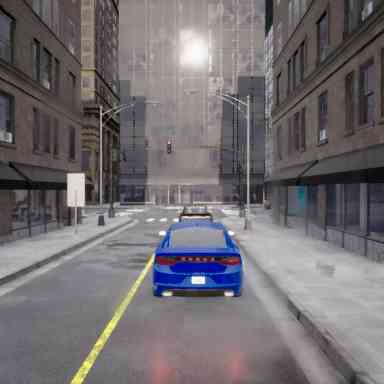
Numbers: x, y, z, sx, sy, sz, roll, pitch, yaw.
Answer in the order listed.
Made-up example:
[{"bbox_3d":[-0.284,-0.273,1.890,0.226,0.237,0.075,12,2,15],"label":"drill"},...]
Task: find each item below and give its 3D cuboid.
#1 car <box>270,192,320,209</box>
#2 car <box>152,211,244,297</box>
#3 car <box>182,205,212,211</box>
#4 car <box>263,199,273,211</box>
[{"bbox_3d":[12.780,1.057,41.670,5.566,2.045,2.150,0,0,0],"label":"car"},{"bbox_3d":[0.125,1.473,8.611,1.882,1.535,5.008,0,0,0],"label":"car"},{"bbox_3d":[0.181,1.480,19.057,2.128,1.511,4.902,0,0,-1],"label":"car"},{"bbox_3d":[10.555,1.222,38.423,4.553,1.767,2.097,0,0,0],"label":"car"}]
